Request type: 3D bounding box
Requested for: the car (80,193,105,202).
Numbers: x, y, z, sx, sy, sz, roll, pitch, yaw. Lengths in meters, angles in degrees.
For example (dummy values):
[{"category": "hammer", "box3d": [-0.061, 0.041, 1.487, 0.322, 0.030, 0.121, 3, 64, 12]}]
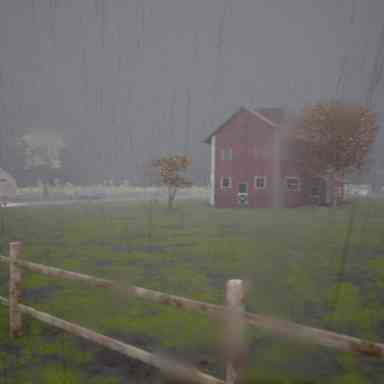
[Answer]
[{"category": "car", "box3d": [-18.296, 0.944, 61.483, 1.882, 1.535, 5.008, 1, 1, 35]}]
